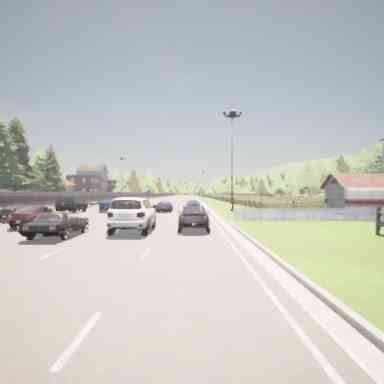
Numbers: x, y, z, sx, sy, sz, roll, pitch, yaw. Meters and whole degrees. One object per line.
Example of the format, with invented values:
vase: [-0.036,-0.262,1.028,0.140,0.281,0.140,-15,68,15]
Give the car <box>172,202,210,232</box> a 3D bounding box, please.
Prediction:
car: [0.111,1.596,20.759,2.128,1.511,4.902,0,0,0]

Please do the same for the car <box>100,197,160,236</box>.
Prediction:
car: [-3.390,1.320,19.383,2.150,2.045,5.566,0,0,0]

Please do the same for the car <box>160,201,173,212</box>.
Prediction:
car: [-3.378,1.772,41.615,1.994,1.385,4.181,0,0,0]

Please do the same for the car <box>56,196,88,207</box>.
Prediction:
car: [-13.968,1.418,38.719,2.150,2.045,5.566,0,0,0]

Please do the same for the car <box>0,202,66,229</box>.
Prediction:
car: [-10.386,1.637,22.187,1.812,1.442,4.674,0,0,0]

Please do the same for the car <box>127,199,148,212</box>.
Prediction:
car: [-6.878,1.690,42.466,1.882,1.535,5.008,0,0,0]

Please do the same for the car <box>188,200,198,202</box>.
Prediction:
car: [0.123,1.735,41.902,1.812,1.442,4.674,0,0,0]

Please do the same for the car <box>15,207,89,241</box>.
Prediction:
car: [-6.889,1.688,17.261,1.895,1.301,4.718,0,0,0]
